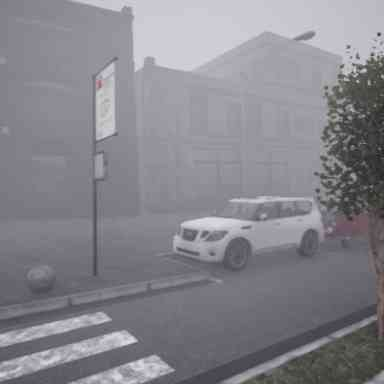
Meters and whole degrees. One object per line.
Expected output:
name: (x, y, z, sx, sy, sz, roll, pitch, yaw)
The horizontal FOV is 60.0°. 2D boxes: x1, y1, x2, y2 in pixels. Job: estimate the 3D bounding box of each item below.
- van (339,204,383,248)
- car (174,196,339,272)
van: (6.566, 1.177, 14.219, 4.442, 1.987, 1.878, 0, 0, -35)
car: (2.104, 1.187, 11.076, 5.566, 2.045, 2.435, 0, 0, -35)
